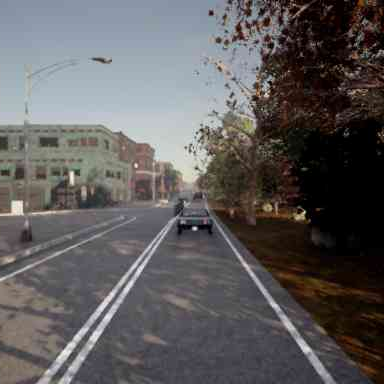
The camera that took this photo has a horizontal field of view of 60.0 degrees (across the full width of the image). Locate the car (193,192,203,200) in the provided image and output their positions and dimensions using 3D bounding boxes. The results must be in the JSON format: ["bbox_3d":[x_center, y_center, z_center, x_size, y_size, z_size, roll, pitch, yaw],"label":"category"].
[{"bbox_3d":[1.535,0.917,81.239,2.150,2.045,5.566,0,0,2],"label":"car"}]

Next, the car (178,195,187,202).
[{"bbox_3d":[-2.044,1.309,71.134,2.033,1.411,5.357,0,0,2],"label":"car"}]

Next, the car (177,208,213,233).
[{"bbox_3d":[0.165,1.585,19.386,1.895,1.301,4.718,0,0,0],"label":"car"}]
